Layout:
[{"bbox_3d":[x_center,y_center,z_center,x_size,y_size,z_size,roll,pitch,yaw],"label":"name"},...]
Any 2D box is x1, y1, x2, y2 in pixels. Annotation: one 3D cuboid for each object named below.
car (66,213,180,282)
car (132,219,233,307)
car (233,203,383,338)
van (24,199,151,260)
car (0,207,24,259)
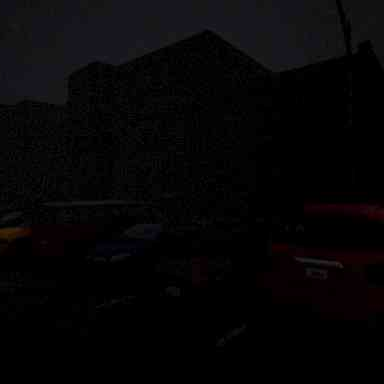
[{"bbox_3d":[-1.027,1.529,9.943,2.002,1.452,4.674,0,0,37],"label":"car"},{"bbox_3d":[1.061,1.517,8.368,2.163,1.488,4.792,0,0,37],"label":"car"},{"bbox_3d":[3.307,1.234,6.821,2.435,2.045,5.566,0,0,36],"label":"car"},{"bbox_3d":[-3.122,1.262,11.672,1.878,1.987,4.442,0,0,37],"label":"van"},{"bbox_3d":[-5.473,1.481,13.099,1.946,1.575,5.366,0,0,38],"label":"car"}]
